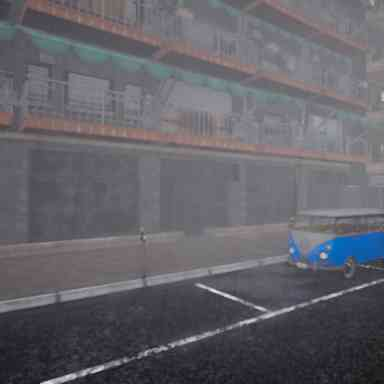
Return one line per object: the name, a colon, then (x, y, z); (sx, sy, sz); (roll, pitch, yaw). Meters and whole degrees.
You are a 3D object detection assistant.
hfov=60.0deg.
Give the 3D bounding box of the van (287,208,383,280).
van: (4.545, 1.378, 9.800); (3.998, 1.788, 1.690); (0, 0, -35)
